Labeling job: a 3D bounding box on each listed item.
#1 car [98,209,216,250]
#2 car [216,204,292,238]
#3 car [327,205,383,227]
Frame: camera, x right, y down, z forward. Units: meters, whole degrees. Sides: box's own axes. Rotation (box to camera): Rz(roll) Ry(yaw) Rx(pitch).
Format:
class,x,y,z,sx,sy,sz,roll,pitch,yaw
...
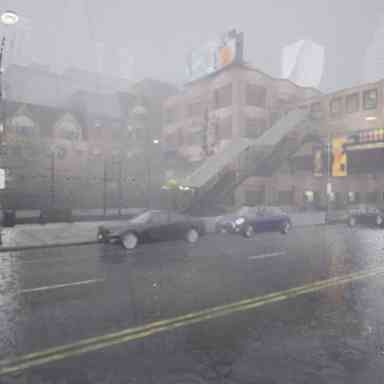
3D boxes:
class,x,y,z,sx,sy,sz,roll,pitch,yaw
car,-1.654,1.556,14.849,5.008,1.535,2.097,1,0,-36
car,3.497,1.499,18.694,4.553,1.767,2.185,1,0,-36
car,12.289,1.740,24.920,4.892,1.521,2.231,1,0,-26
